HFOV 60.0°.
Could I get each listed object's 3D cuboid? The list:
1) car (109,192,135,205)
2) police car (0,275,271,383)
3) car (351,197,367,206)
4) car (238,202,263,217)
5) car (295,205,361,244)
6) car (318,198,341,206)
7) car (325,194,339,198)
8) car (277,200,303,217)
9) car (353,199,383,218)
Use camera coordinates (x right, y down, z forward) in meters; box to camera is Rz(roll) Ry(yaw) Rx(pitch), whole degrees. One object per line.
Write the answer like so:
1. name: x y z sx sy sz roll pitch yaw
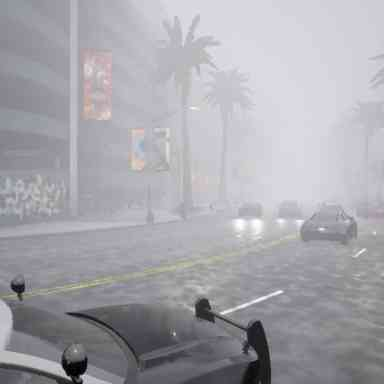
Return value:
1. car: -10.836 0.981 51.444 2.435 2.045 5.566 0 0 16
2. police car: -1.570 1.422 2.160 5.238 1.638 1.930 0 0 -36
3. car: 24.785 1.460 49.062 2.231 1.521 4.892 0 0 16
4. car: 5.543 1.635 31.201 1.895 1.301 4.718 0 0 16
5. car: 6.643 1.565 15.931 1.994 1.385 4.181 0 0 33
6. car: 12.538 1.519 30.201 1.812 1.442 4.674 0 0 16
7. car: 32.877 1.317 77.300 2.185 1.767 4.553 0 0 16
8. car: 8.916 1.544 30.267 1.837 1.490 4.892 0 0 16
9. car: 15.903 1.561 29.238 1.994 1.385 4.181 0 0 16
